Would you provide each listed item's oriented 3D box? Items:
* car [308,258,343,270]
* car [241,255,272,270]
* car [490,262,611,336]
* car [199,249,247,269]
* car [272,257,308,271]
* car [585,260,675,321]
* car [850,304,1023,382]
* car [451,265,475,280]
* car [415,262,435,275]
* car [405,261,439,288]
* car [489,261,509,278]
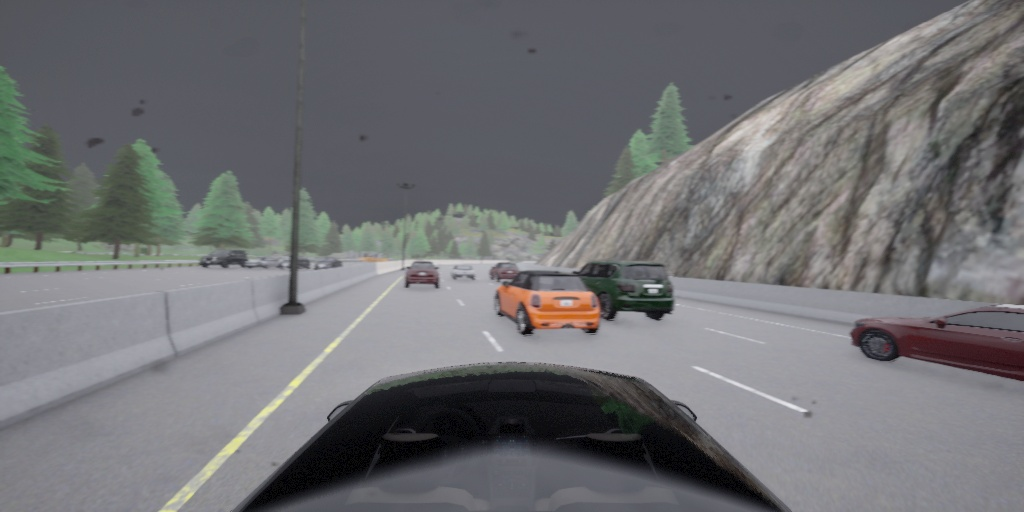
[{"bbox_3d":[-20.473,0.915,40.175,2.128,1.511,4.902,2,-1,-10],"label":"car"},{"bbox_3d":[-27.560,0.795,40.025,1.895,1.301,4.718,2,-1,-9],"label":"car"},{"bbox_3d":[0.854,1.209,11.077,2.097,1.767,4.553,2,0,-14],"label":"car"},{"bbox_3d":[-30.862,0.301,38.676,2.150,2.045,5.566,2,-1,-10],"label":"car"},{"bbox_3d":[-23.930,0.800,39.644,2.128,1.511,4.902,2,-1,-10],"label":"car"},{"bbox_3d":[3.771,1.196,13.849,2.150,2.045,5.566,2,0,-14],"label":"car"},{"bbox_3d":[9.200,1.611,6.525,1.812,1.442,4.674,2,0,-14],"label":"car"},{"bbox_3d":[-4.559,1.472,32.944,1.895,1.301,4.718,2,-1,-13],"label":"car"},{"bbox_3d":[-9.610,1.371,40.079,1.895,1.301,4.718,2,0,-11],"label":"car"},{"bbox_3d":[-5.977,1.102,23.960,2.097,1.767,4.553,2,0,-14],"label":"car"},{"bbox_3d":[-0.658,1.337,31.676,2.097,1.767,4.553,2,-1,-13],"label":"car"}]
